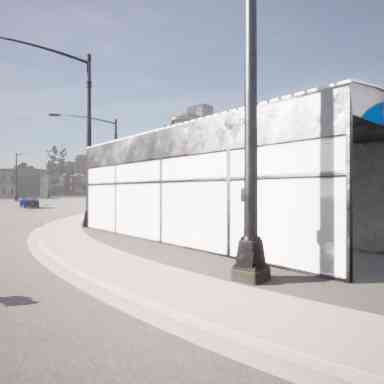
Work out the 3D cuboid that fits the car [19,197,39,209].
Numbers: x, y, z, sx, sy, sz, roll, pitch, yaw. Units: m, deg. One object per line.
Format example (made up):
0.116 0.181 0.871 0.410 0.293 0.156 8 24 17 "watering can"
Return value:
-22.566 1.456 46.095 1.882 1.535 5.008 0 0 -35 "car"
